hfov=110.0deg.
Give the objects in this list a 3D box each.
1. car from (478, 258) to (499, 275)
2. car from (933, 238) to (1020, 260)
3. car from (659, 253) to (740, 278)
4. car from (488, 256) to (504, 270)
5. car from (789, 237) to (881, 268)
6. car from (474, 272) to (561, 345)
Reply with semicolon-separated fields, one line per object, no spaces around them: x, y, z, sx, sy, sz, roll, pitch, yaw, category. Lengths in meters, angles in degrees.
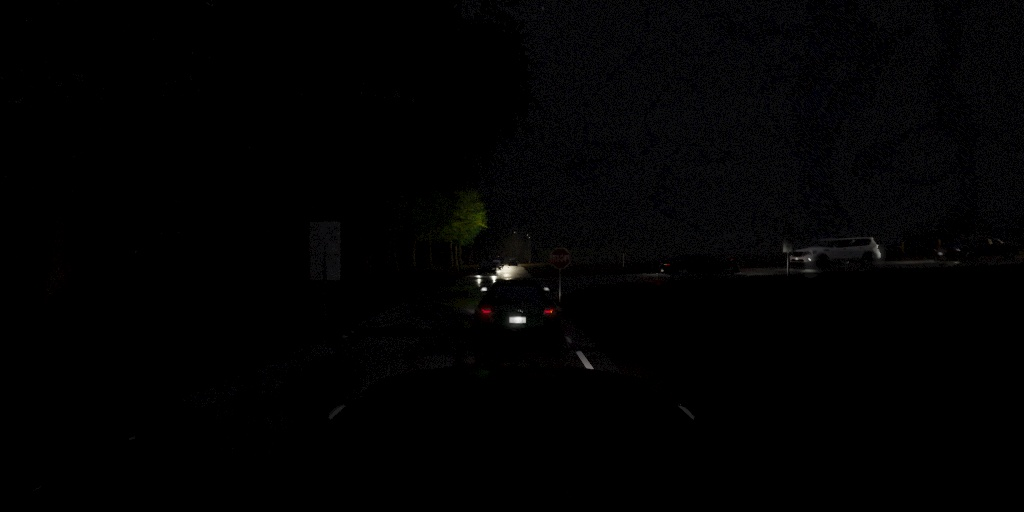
-2.704;1.247;39.495;1.882;1.535;5.008;0;0;-1;car
34.247;-0.520;26.537;4.902;1.511;2.128;-3;1;1;car
12.441;0.596;23.900;4.892;1.490;1.837;-3;1;2;car
-2.708;1.012;52.546;2.150;2.045;5.566;0;0;-2;car
23.933;-0.288;26.669;5.566;2.045;2.150;-3;1;0;car
0.094;1.313;9.549;1.994;1.385;4.181;0;0;-1;car
